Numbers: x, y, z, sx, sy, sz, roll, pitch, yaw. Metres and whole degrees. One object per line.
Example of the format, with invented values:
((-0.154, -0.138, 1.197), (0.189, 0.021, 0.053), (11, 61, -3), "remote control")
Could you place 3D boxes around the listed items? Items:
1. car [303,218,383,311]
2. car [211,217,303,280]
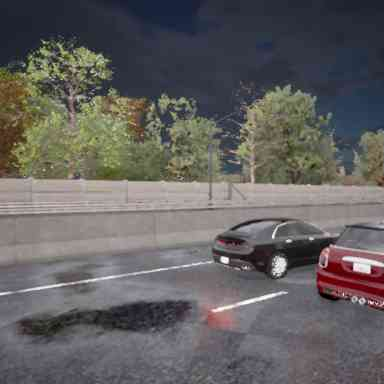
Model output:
((4.743, 1.375, 7.128), (4.553, 1.767, 2.097), (0, 0, -35), "car")
((2.824, 1.528, 10.056), (4.892, 1.490, 1.837), (0, 0, -35), "car")
